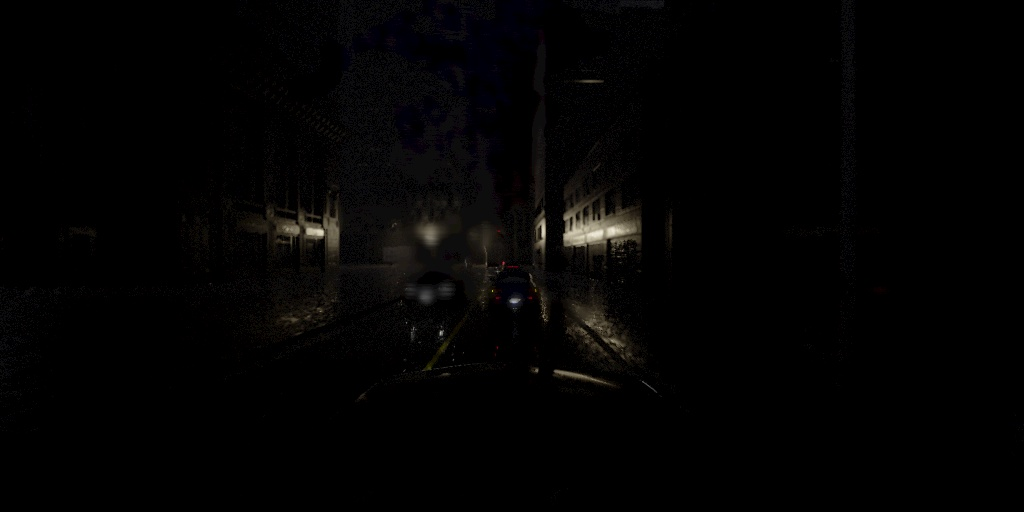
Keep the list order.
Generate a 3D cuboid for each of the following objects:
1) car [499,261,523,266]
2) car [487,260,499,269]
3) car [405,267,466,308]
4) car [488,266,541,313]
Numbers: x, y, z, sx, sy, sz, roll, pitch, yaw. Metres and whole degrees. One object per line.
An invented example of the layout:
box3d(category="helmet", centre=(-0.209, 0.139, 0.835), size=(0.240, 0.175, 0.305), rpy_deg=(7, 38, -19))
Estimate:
box3d(category="car", centre=(0.104, 1.244, 36.187), size=(2.128, 1.511, 4.902), rpy_deg=(0, 0, 0))
box3d(category="car", centre=(-2.994, 1.362, 57.916), size=(1.895, 1.301, 4.718), rpy_deg=(0, 0, 0))
box3d(category="car", centre=(-3.098, 1.243, 15.341), size=(2.128, 1.511, 4.902), rpy_deg=(0, 0, 0))
box3d(category="car", centre=(0.102, 1.277, 13.930), size=(1.812, 1.442, 4.674), rpy_deg=(0, 0, 0))
